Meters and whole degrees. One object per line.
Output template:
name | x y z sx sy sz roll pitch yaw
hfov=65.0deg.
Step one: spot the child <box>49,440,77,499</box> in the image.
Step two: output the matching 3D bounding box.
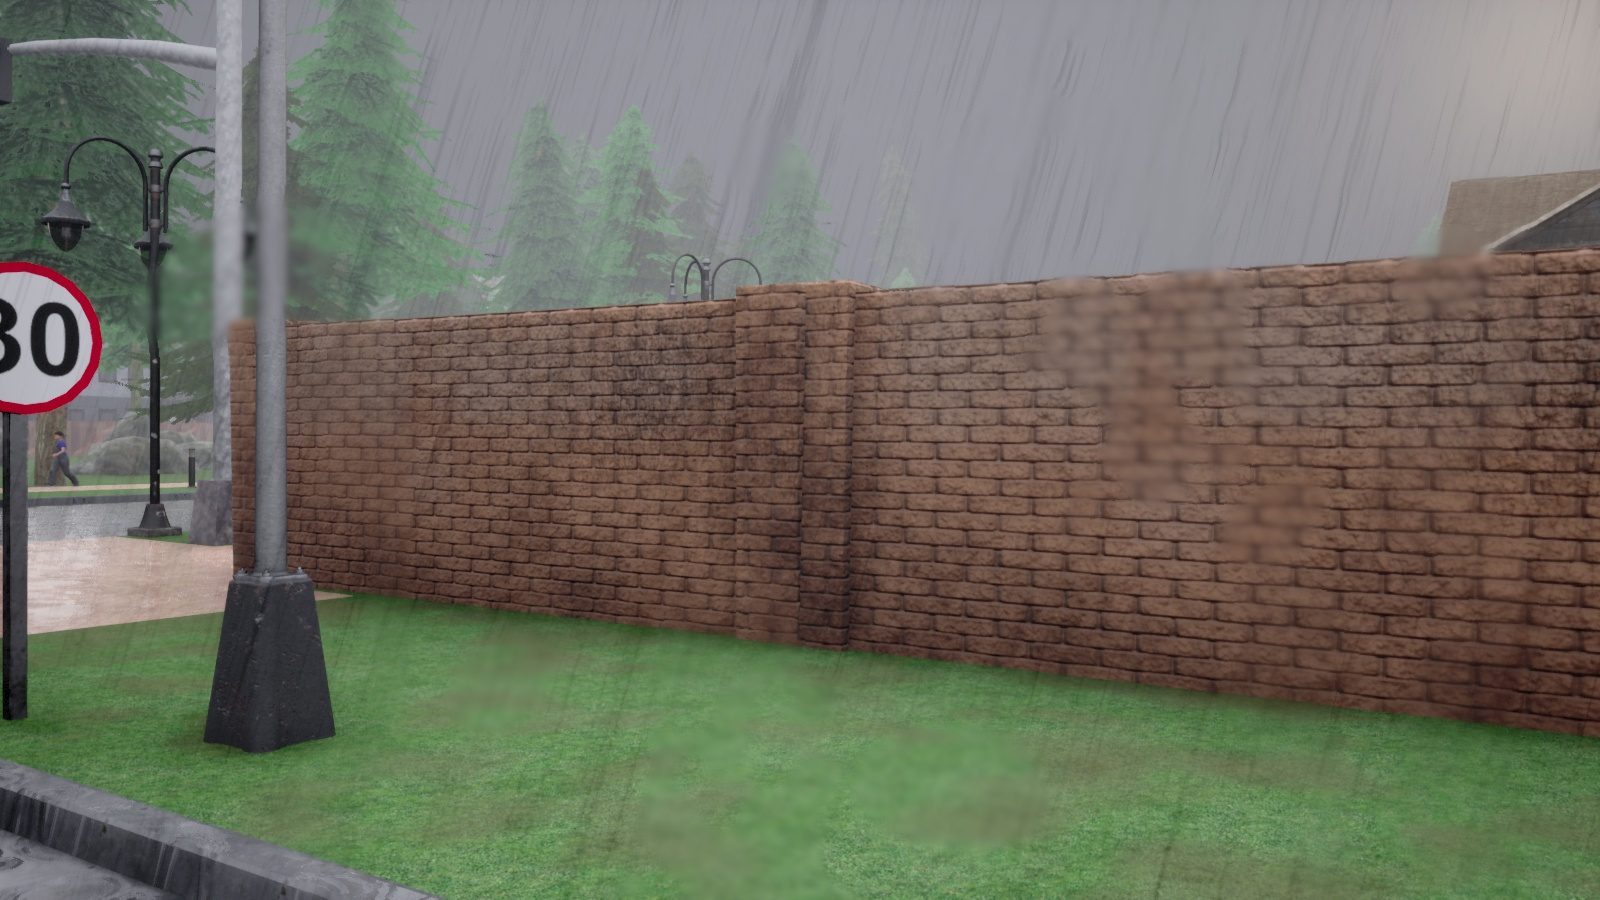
child | -15.952 0.426 27.178 0.270 1.263 0.437 0 1 32
